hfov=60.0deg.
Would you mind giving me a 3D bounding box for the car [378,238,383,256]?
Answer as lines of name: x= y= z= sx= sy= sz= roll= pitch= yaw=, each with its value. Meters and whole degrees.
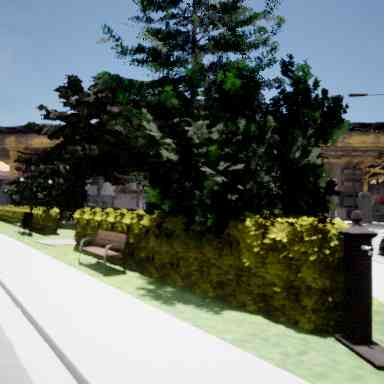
car: x=10.320 y=2.507 z=15.296 sx=1.994 sy=1.385 sz=4.181 roll=1 pitch=-2 yaw=8
